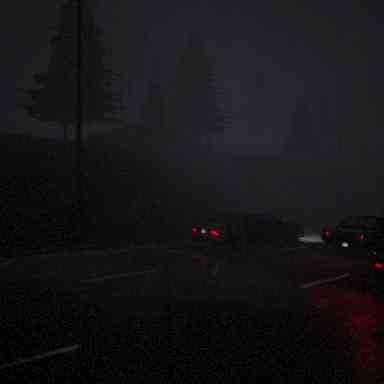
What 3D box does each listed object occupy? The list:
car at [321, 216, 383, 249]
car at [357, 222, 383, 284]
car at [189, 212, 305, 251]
[{"bbox_3d":[7.320,1.607,13.272,4.718,1.301,1.895,0,0,-36],"label":"car"},{"bbox_3d":[6.249,1.530,8.207,4.674,1.442,1.812,0,0,-36],"label":"car"},{"bbox_3d":[2.480,1.552,14.124,5.357,1.411,2.033,0,0,-35],"label":"car"}]
